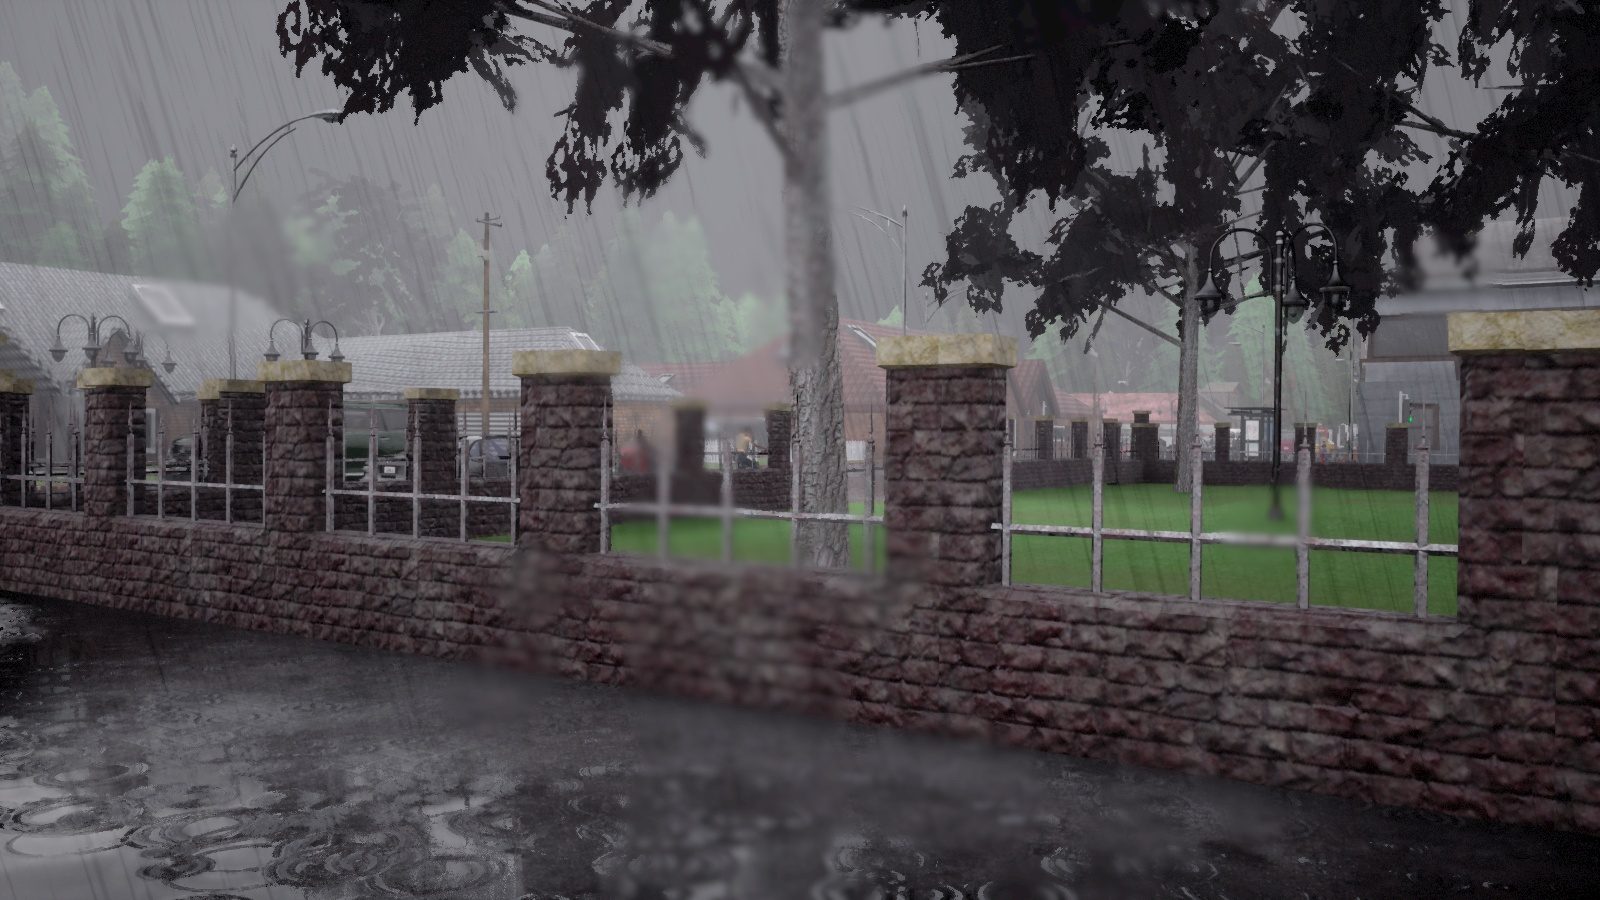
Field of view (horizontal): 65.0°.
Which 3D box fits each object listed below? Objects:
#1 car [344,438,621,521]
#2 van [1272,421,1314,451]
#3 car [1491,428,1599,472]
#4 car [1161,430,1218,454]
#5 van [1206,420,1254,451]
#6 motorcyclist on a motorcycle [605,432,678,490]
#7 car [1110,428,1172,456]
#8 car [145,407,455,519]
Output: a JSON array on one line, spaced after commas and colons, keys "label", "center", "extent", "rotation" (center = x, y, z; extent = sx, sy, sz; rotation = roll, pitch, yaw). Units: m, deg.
[{"label": "car", "center": [-6.040, 0.496, 24.689], "extent": [2.033, 1.411, 5.357], "rotation": [0, 1, 32]}, {"label": "van", "center": [33.340, -0.978, 84.909], "extent": [1.775, 1.987, 4.442], "rotation": [0, 1, 33]}, {"label": "car", "center": [25.901, -0.021, 41.399], "extent": [5.357, 1.411, 2.033], "rotation": [0, 1, 33]}, {"label": "car", "center": [24.409, -0.515, 78.576], "extent": [2.033, 1.411, 5.357], "rotation": [0, 1, 33]}, {"label": "van", "center": [29.660, -1.001, 86.592], "extent": [2.069, 2.038, 4.480], "rotation": [0, 2, 33]}, {"label": "motorcyclist on a motorcycle", "center": [-4.339, 0.281, 34.501], "extent": [0.797, 1.523, 2.044], "rotation": [0, 1, 36]}, {"label": "car", "center": [19.229, -0.460, 70.638], "extent": [2.007, 1.525, 4.514], "rotation": [0, 1, 34]}, {"label": "car", "center": [-10.041, 0.189, 25.706], "extent": [2.150, 2.045, 5.566], "rotation": [0, 1, 36]}]
